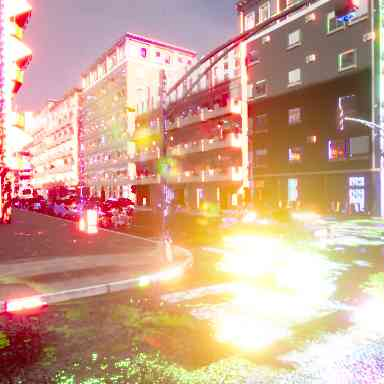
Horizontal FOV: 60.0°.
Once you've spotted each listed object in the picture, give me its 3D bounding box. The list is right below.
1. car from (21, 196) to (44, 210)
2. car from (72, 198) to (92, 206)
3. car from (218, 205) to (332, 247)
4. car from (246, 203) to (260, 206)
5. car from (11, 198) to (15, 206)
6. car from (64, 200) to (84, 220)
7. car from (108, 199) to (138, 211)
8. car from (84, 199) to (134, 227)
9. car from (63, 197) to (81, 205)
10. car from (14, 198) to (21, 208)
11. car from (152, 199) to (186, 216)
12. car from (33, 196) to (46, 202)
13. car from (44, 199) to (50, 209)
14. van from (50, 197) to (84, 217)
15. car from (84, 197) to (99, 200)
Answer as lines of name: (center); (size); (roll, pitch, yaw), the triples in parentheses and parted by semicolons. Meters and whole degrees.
car: (-22.097, 1.627, 46.371); (1.967, 1.590, 4.097); (-1, 1, -36)
car: (-18.530, 1.643, 55.759); (1.947, 1.339, 4.313); (-1, 1, -36)
car: (3.646, 1.585, 15.682); (2.033, 1.411, 5.357); (-1, 1, -41)
car: (4.013, 1.498, 24.463); (1.752, 1.417, 4.829); (-1, 1, -36)
car: (-31.799, 1.782, 59.843); (1.887, 1.381, 4.507); (-1, 1, -36)
car: (-9.057, 1.652, 28.271); (1.752, 1.417, 4.829); (-1, 1, -36)
car: (-8.826, 1.581, 42.287); (2.008, 1.369, 4.403); (-1, 1, -36)
car: (-5.924, 1.552, 23.919); (1.967, 1.590, 4.097); (-1, 1, -36)
car: (-21.765, 1.645, 60.250); (2.008, 1.369, 4.403); (-1, 1, -36)
car: (-25.329, 1.769, 50.862); (1.947, 1.339, 4.313); (-1, 1, -36)
car: (-2.358, 1.441, 33.305); (1.967, 1.590, 4.097); (-1, 1, -36)
car: (-37.938, 1.727, 82.703); (1.887, 1.381, 4.507); (-1, 1, -36)
car: (-18.697, 1.666, 46.201); (1.812, 1.442, 4.674); (-1, 0, -35)
van: (-12.394, 1.483, 32.898); (1.690, 1.788, 3.998); (-1, 1, -36)
car: (-15.297, 1.501, 51.267); (1.967, 1.590, 4.097); (-1, 1, -36)
